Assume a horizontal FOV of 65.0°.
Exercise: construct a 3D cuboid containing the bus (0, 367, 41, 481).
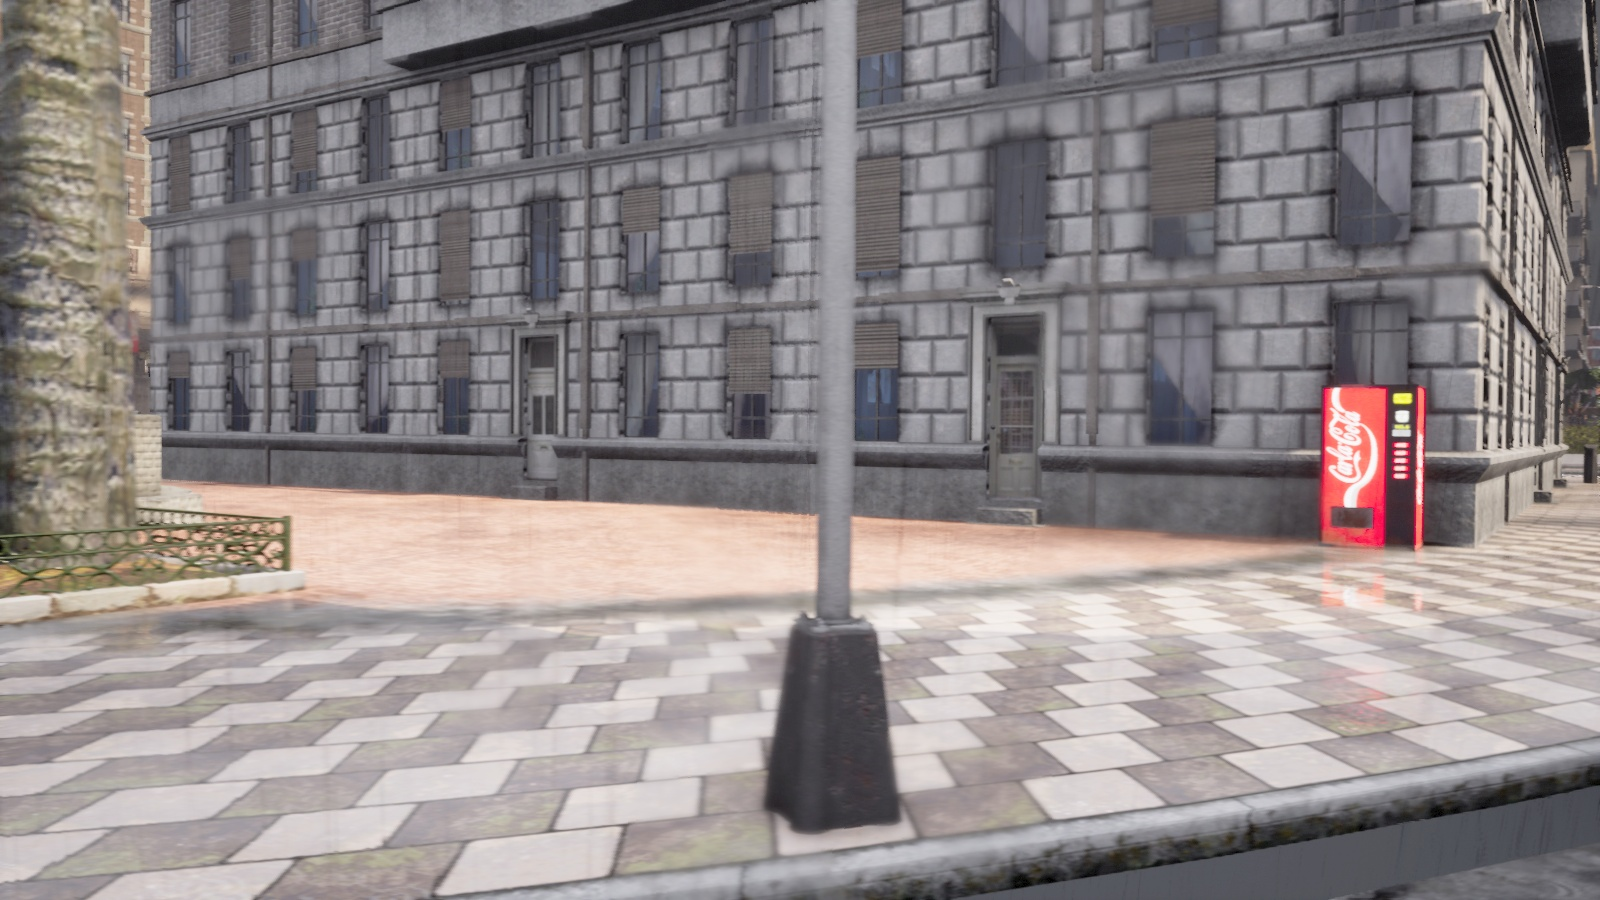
[{"bbox_3d":[-33.480,-0.887,44.726,3.944,4.253,10.273,0,1,33],"label":"bus"}]
